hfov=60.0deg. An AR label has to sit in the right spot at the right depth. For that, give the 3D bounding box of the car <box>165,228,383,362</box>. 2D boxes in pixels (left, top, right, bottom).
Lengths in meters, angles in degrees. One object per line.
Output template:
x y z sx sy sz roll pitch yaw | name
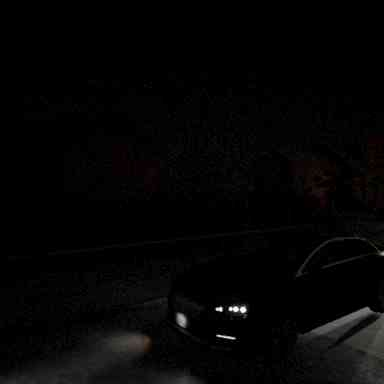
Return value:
1.859 1.452 5.926 4.902 1.511 2.128 0 0 -35 | car

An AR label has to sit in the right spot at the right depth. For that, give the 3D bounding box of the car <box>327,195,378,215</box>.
12.831 0.961 26.607 1.845 1.501 3.633 -1 0 -38 | car
